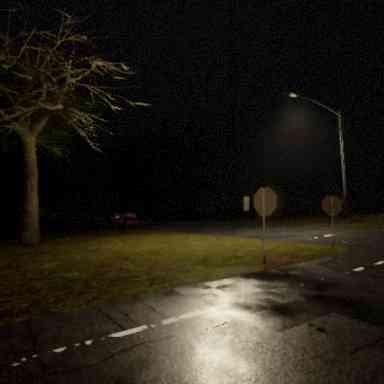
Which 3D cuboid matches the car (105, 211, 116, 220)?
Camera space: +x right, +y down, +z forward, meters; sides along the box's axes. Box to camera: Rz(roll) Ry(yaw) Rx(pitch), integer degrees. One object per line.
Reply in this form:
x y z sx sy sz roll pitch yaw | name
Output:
-14.720 4.379 62.454 1.837 1.490 4.892 -2 -1 -35 | car

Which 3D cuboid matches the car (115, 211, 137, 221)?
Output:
-10.998 4.132 57.097 1.812 1.442 4.674 -2 -1 -34 | car
